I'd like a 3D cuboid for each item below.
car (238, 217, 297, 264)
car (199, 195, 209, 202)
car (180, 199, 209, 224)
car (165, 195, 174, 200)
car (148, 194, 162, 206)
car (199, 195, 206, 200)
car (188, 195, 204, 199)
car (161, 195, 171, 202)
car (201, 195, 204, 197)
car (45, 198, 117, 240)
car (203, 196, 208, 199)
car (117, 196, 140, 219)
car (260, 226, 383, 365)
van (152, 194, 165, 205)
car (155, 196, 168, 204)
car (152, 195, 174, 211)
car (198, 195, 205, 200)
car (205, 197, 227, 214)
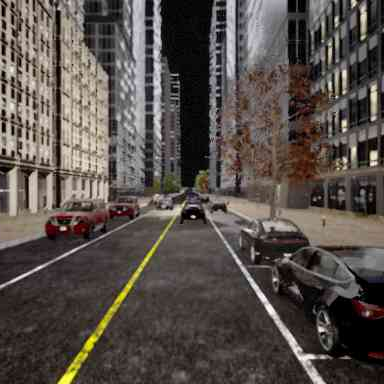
[{"bbox_3d":[2.682,1.543,11.537,2.008,1.369,4.403,0,0,0],"label":"car"},{"bbox_3d":[2.655,1.448,74.156,1.887,1.381,4.507,0,0,0],"label":"car"},{"bbox_3d":[0.090,1.505,24.787,1.812,1.442,4.674,0,0,0],"label":"car"},{"bbox_3d":[-5.730,1.443,85.544,1.947,1.339,4.313,0,0,0],"label":"car"},{"bbox_3d":[-5.716,1.385,51.391,1.967,1.590,4.097,0,0,0],"label":"car"},{"bbox_3d":[2.651,1.459,85.540,1.802,1.307,4.206,0,0,0],"label":"car"},{"bbox_3d":[0.081,1.505,42.733,2.033,1.411,5.357,0,0,0],"label":"car"},{"bbox_3d":[-5.725,1.469,74.160,1.947,1.339,4.313,0,0,0],"label":"car"},{"bbox_3d":[2.658,1.481,68.463,1.947,1.339,4.313,0,0,0],"label":"car"},{"bbox_3d":[-5.702,1.302,17.237,2.192,1.841,5.009,0,0,0],"label":"car"},{"bbox_3d":[2.670,1.486,40.170,1.752,1.417,4.829,0,0,0],"label":"car"},{"bbox_3d":[-5.707,1.290,28.622,2.192,1.841,5.009,0,0,0],"label":"car"},{"bbox_3d":[2.685,1.562,5.844,1.947,1.339,4.313,0,0,0],"label":"car"},{"bbox_3d":[-5.719,1.277,57.082,1.690,1.788,3.998,0,0,0],"label":"van"},{"bbox_3d":[-5.721,1.491,62.776,1.947,1.339,4.313,0,0,0],"label":"car"},{"bbox_3d":[-3.108,1.454,39.125,2.128,1.511,4.902,0,0,0],"label":"car"},{"bbox_3d":[2.648,1.409,91.234,1.887,1.381,4.507,0,0,0],"label":"car"},{"bbox_3d":[2.673,1.519,34.306,2.008,1.369,4.403,0,0,0],"label":"car"}]
